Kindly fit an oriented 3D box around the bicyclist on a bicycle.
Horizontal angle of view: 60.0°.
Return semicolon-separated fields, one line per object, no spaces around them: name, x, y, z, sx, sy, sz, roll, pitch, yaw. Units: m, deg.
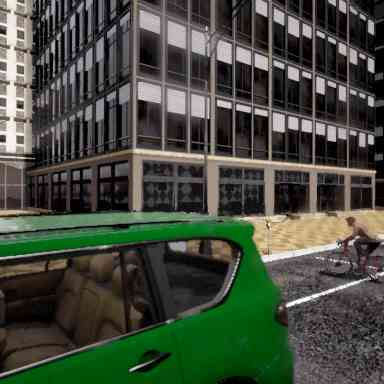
bicyclist on a bicycle;4.243;1.451;8.489;1.656;1.620;0.582;-1;-1;37

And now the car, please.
car;-1.676;1.221;2.124;5.566;2.045;2.150;0;0;-37
